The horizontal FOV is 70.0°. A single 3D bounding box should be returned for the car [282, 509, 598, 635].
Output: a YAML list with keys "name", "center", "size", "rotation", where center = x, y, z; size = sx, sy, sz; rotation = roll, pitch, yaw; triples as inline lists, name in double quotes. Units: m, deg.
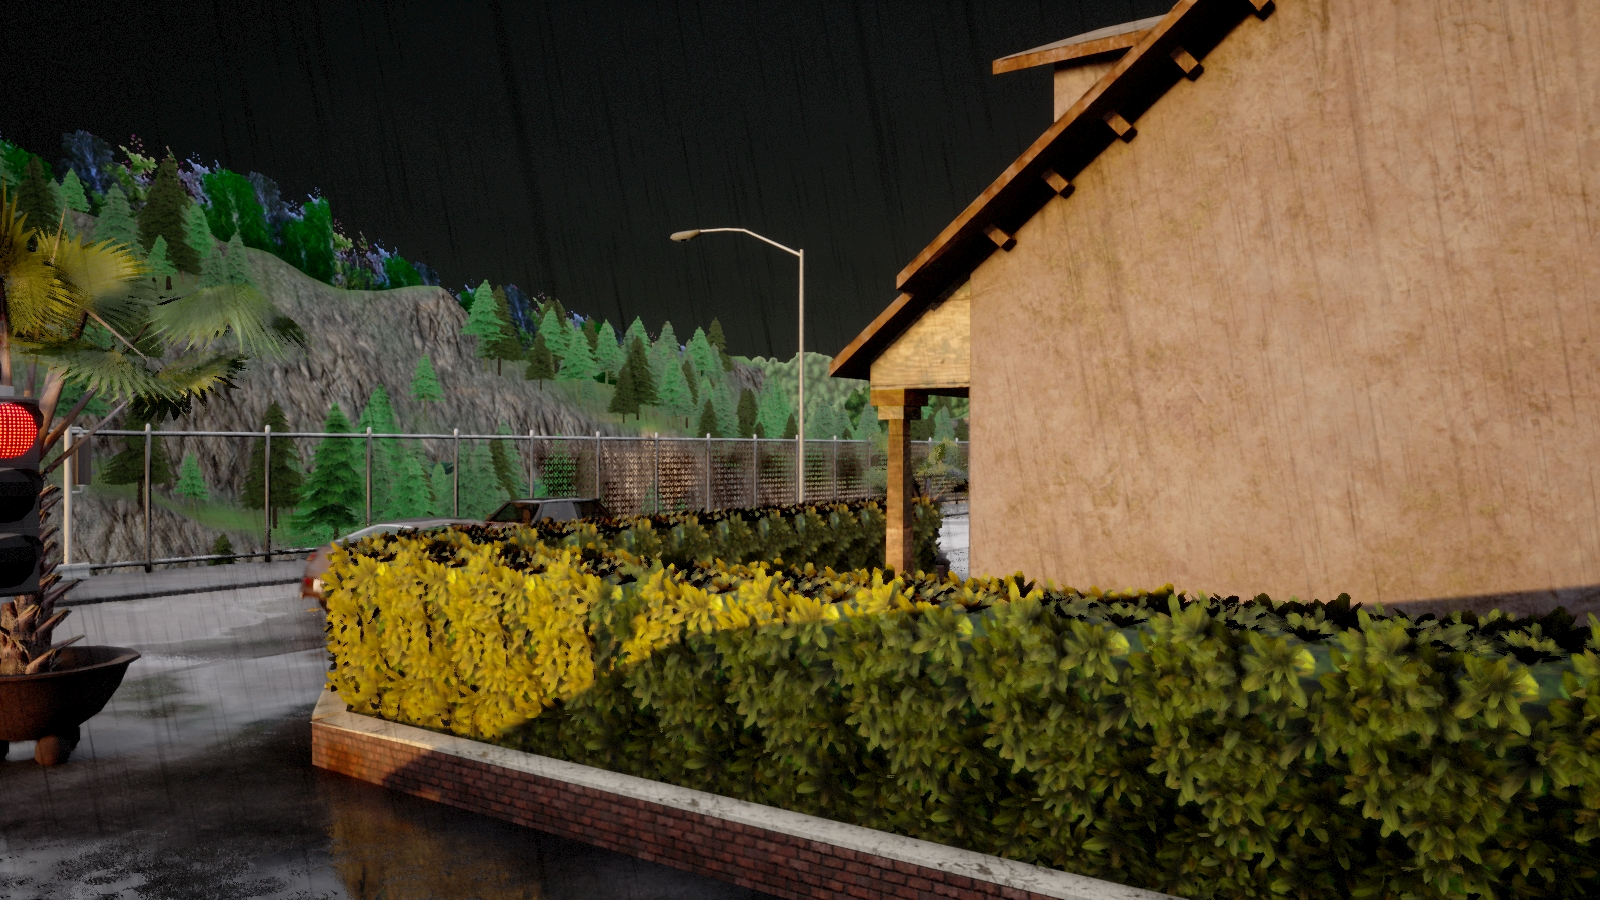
- name: "car"
  center: [-6.123, 1.992, 20.066]
  size: [2.152, 1.651, 5.027]
  rotation: [0, 0, 35]

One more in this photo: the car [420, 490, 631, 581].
- name: "car"
  center: [-6.312, 1.906, 26.765]
  size: [2.097, 1.767, 4.553]
  rotation: [0, 0, 35]
